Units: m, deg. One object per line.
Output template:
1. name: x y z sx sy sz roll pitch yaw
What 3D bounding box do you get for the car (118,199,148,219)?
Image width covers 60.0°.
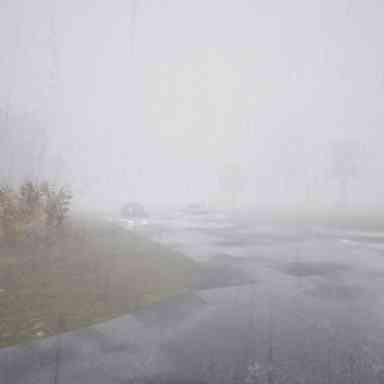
1. car: -6.282 1.894 36.081 2.097 1.767 4.553 -1 0 -23

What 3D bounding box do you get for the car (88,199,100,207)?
1. car: -22.772 2.665 78.746 2.128 1.511 4.902 -1 0 -16

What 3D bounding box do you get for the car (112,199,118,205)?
1. car: -19.048 2.601 84.473 1.882 1.535 5.008 -1 0 -23

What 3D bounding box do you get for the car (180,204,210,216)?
1. car: 0.255 2.058 38.608 1.895 1.301 4.718 -1 0 -23
